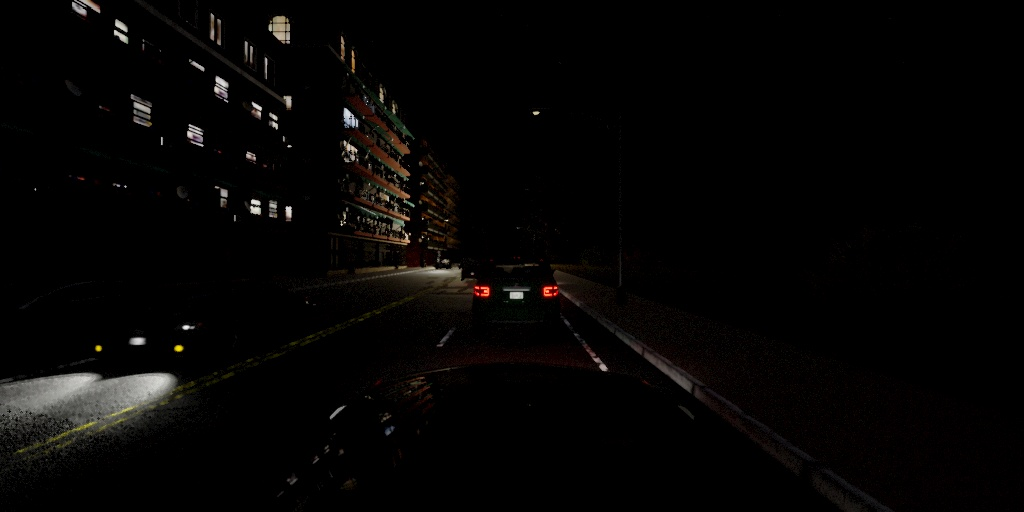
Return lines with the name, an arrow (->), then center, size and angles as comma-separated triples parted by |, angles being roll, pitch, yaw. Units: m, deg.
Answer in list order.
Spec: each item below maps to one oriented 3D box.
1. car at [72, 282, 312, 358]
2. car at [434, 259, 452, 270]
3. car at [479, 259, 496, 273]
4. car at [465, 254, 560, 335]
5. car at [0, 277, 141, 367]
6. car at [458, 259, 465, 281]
car -> -6.583, 1.315, 8.299 | 1.994, 1.385, 4.181 | 0, 0, 0
car -> -9.722, 1.242, 50.998 | 2.128, 1.511, 4.902 | 0, 0, 0
car -> -3.042, 1.229, 45.479 | 1.882, 1.535, 5.008 | 0, 0, 0
car -> 0.116, 0.973, 10.693 | 2.150, 2.045, 5.566 | 0, 0, 0
car -> -9.836, 1.242, 7.617 | 2.128, 1.511, 4.902 | 0, 0, 0
car -> -3.079, 1.230, 30.237 | 1.882, 1.535, 5.008 | 0, 0, 0
